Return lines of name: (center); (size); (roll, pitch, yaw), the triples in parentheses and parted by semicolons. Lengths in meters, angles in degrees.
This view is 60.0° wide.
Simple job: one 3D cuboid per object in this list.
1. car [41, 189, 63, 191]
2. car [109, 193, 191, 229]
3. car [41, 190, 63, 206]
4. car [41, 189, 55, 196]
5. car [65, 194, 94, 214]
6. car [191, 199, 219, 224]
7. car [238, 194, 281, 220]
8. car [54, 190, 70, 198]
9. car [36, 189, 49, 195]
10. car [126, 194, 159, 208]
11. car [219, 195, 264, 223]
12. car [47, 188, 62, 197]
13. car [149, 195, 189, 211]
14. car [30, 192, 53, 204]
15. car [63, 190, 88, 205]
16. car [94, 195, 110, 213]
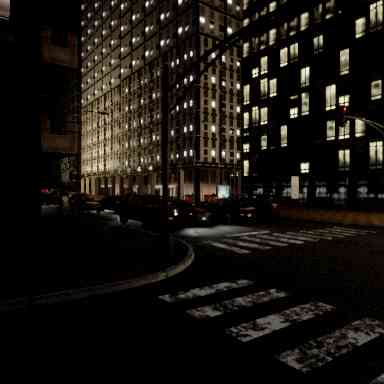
car: (-25.554, 0.382, 60.590); (1.994, 1.385, 4.181); (0, 1, -36)
car: (-2.595, 1.008, 19.302); (2.192, 1.841, 5.009); (2, 0, -36)
car: (-15.669, 0.827, 37.229); (2.008, 1.369, 4.403); (2, 0, -36)
car: (-31.808, 0.096, 73.597); (1.887, 1.381, 4.507); (1, 0, -36)
car: (-9.136, 1.067, 28.266); (1.802, 1.307, 4.206); (2, 0, -36)
car: (-0.671, 1.220, 21.026); (1.812, 1.442, 4.674); (0, 1, -36)
car: (4.140, 1.027, 24.287); (2.192, 1.841, 5.009); (1, 0, -36)
car: (-25.274, 0.309, 64.632); (1.887, 1.381, 4.507); (1, 0, -36)
car: (-35.076, -0.011, 78.080); (1.887, 1.381, 4.507); (1, 0, -36)
car: (-5.669, 0.965, 37.736); (1.947, 1.339, 4.313); (1, 0, -36)
car: (2.132, 1.201, 22.582); (2.128, 1.511, 4.902); (0, 1, -36)
car: (-28.538, 0.099, 69.114); (1.967, 1.590, 4.097); (1, 0, -36)
car: (-2.402, 1.070, 33.253); (1.947, 1.339, 4.313); (1, 0, -36)
car: (-18.936, 0.752, 41.710); (1.802, 1.307, 4.206); (2, 0, -36)
car: (-12.340, 0.813, 37.053); (2.128, 1.511, 4.902); (0, 1, -36)
car: (-6.449, 0.988, 28.954); (1.882, 1.535, 5.008); (0, 1, -36)
